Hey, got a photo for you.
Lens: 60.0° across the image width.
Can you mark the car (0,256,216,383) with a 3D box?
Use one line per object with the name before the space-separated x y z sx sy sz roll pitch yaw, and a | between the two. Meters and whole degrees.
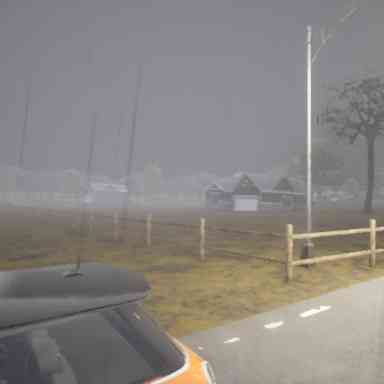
car | -1.988 1.352 1.612 4.553 1.767 2.097 0 0 -35
